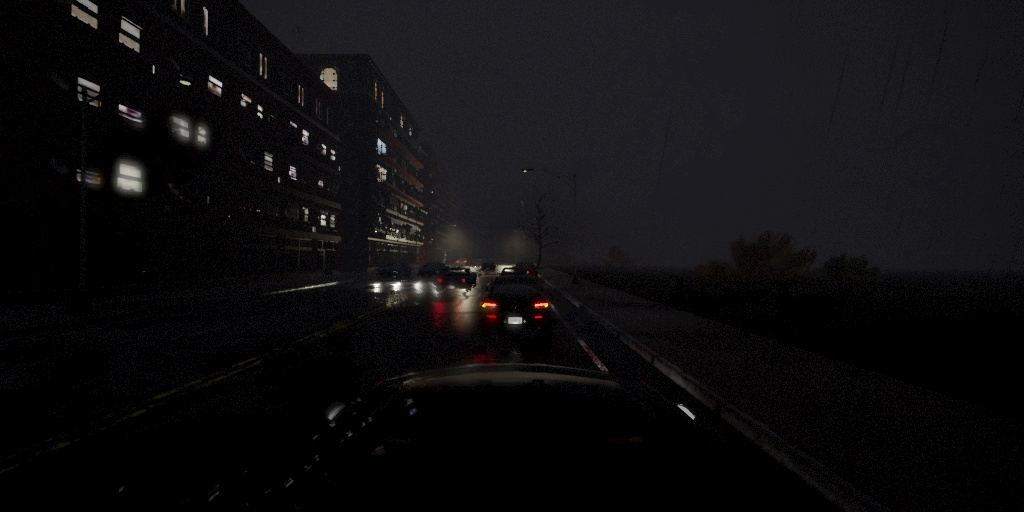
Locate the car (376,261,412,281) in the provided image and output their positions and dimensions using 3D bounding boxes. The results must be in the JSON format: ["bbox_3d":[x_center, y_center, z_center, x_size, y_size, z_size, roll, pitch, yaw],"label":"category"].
[{"bbox_3d":[-9.902,1.233,30.518,1.882,1.535,5.008,0,0,0],"label":"car"}]

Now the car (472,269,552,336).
[{"bbox_3d":[0.077,1.278,10.319,1.812,1.442,4.674,0,0,0],"label":"car"}]

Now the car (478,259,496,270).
[{"bbox_3d":[-3.235,1.356,50.467,1.895,1.301,4.718,0,0,0],"label":"car"}]

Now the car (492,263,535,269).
[{"bbox_3d":[0.068,1.318,20.486,1.994,1.385,4.181,0,0,0],"label":"car"}]

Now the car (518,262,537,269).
[{"bbox_3d":[1.088,1.233,30.013,1.882,1.535,5.008,0,0,0],"label":"car"}]

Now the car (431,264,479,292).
[{"bbox_3d":[-3.185,1.355,21.277,1.895,1.301,4.718,0,0,0],"label":"car"}]

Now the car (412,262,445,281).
[{"bbox_3d":[-6.652,1.233,30.538,1.882,1.535,5.008,0,0,0],"label":"car"}]
